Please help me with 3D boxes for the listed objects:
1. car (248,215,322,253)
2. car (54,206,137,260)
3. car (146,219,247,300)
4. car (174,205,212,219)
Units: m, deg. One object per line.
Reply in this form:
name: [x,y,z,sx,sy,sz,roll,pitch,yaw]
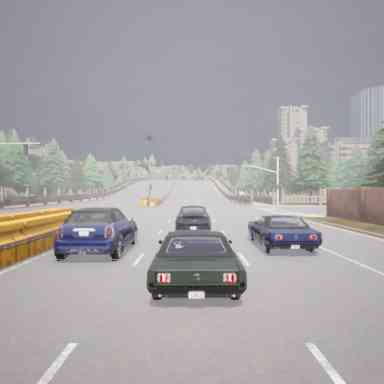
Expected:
car: [3.570,1.600,13.710,1.895,1.301,4.718,0,0,0]
car: [-3.426,1.351,12.647,2.097,1.767,4.553,0,0,0]
car: [0.083,1.601,8.327,1.895,1.301,4.718,0,0,0]
car: [0.060,1.504,18.564,1.837,1.490,4.892,0,0,0]
